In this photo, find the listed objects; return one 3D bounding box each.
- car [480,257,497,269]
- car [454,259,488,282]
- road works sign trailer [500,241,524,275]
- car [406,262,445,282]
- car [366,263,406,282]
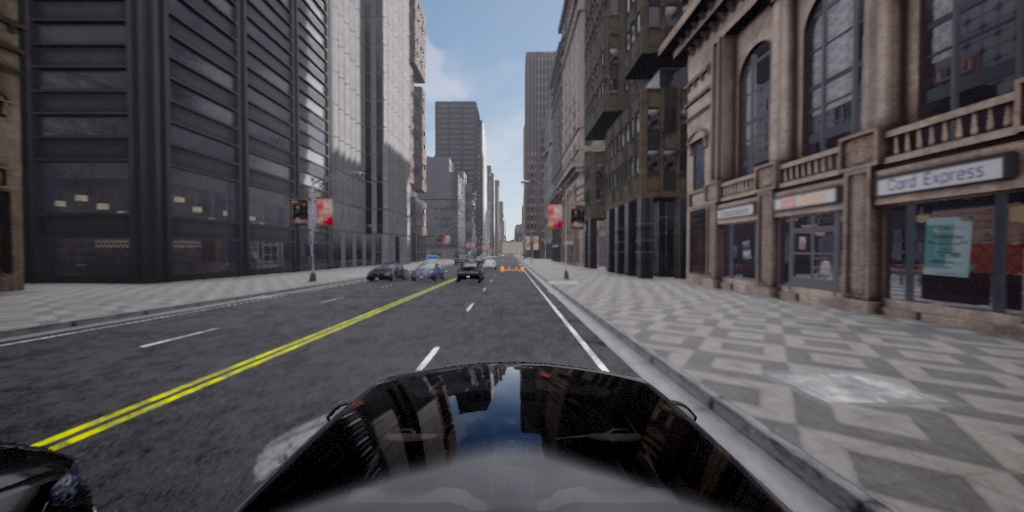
[{"bbox_3d":[-3.164,1.161,51.508,1.812,1.442,4.674,0,0,0],"label":"car"},{"bbox_3d":[-3.159,1.227,28.221,1.837,1.490,4.892,0,0,0],"label":"car"},{"bbox_3d":[0.055,0.157,37.965,2.380,3.560,2.880,0,0,0],"label":"road works sign trailer"},{"bbox_3d":[-6.610,1.246,28.520,1.812,1.442,4.674,0,0,0],"label":"car"},{"bbox_3d":[-9.855,1.267,28.855,2.033,1.411,5.357,0,0,0],"label":"car"}]
